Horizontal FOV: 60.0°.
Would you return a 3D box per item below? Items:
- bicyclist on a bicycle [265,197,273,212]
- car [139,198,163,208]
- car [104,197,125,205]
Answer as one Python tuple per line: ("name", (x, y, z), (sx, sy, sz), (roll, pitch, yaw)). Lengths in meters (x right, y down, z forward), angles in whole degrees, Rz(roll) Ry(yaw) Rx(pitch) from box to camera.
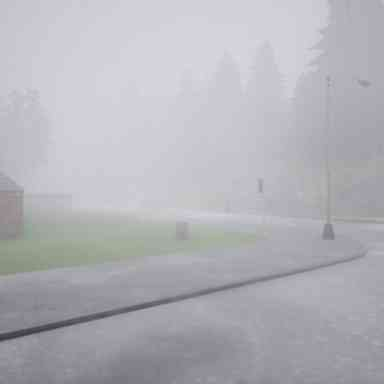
("bicyclist on a bicycle", (7.935, 1.327, 34.654), (1.656, 1.620, 0.582), (0, 0, -36))
("car", (-5.806, 1.508, 46.695), (1.812, 1.442, 4.674), (0, 0, -35))
("car", (-13.313, 1.529, 57.157), (2.033, 1.411, 5.357), (0, 0, -35))
